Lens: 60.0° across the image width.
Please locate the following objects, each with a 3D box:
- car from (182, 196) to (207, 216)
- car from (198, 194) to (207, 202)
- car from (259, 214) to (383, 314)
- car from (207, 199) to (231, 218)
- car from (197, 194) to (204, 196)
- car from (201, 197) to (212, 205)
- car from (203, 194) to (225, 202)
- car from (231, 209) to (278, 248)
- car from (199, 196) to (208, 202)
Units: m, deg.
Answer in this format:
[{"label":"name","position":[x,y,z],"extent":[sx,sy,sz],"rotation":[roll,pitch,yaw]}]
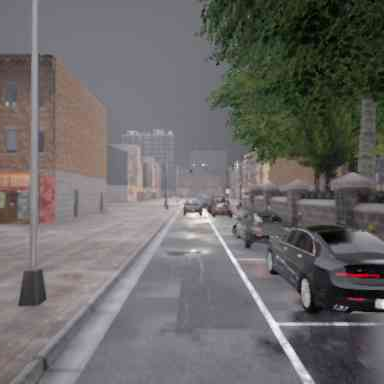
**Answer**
[{"label":"car","position":[0.072,1.502,33.084],"extent":[2.128,1.511,4.902],"rotation":[0,0,0]},{"label":"car","position":[2.635,1.451,83.675],"extent":[2.192,1.841,5.009],"rotation":[1,0,0]},{"label":"car","position":[3.019,1.502,7.627],"extent":[1.837,1.490,4.892],"rotation":[0,0,0]},{"label":"car","position":[2.641,1.588,30.046],"extent":[1.802,1.307,4.206],"rotation":[1,0,0]},{"label":"car","position":[2.207,1.370,44.534],"extent":[2.097,1.767,4.553],"rotation":[1,1,37]},{"label":"car","position":[2.636,1.611,61.925],"extent":[1.887,1.381,4.507],"rotation":[1,0,0]},{"label":"car","position":[2.644,1.328,35.495],"extent":[2.192,1.841,5.009],"rotation":[1,0,0]},{"label":"car","position":[3.021,1.523,14.628],"extent":[1.812,1.442,4.674],"rotation":[0,0,0]},{"label":"car","position":[2.634,1.661,78.237],"extent":[1.887,1.381,4.507],"rotation":[1,0,0]}]
